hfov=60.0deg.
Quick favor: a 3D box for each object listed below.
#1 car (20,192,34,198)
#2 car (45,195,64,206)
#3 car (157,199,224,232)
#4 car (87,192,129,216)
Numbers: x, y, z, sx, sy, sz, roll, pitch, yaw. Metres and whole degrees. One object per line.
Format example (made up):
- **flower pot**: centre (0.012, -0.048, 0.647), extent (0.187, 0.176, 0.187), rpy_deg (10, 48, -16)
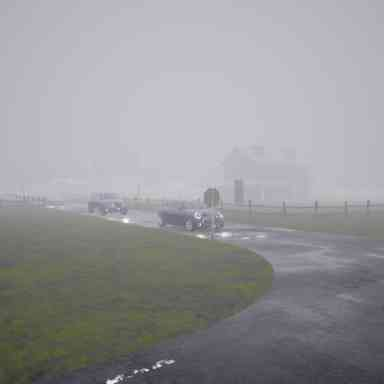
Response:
- **car**: centre (-38.648, 0.896, 78.774), extent (2.128, 1.511, 4.902), rpy_deg (0, 0, -35)
- **car**: centre (-19.414, 1.186, 46.844), extent (1.812, 1.442, 4.674), rpy_deg (0, 0, -35)
- **car**: centre (-0.154, 1.246, 19.584), extent (2.097, 1.767, 4.553), rpy_deg (0, 0, -36)
- **car**: centre (-7.766, 1.022, 30.270), extent (2.150, 2.045, 5.566), rpy_deg (0, 1, -35)
